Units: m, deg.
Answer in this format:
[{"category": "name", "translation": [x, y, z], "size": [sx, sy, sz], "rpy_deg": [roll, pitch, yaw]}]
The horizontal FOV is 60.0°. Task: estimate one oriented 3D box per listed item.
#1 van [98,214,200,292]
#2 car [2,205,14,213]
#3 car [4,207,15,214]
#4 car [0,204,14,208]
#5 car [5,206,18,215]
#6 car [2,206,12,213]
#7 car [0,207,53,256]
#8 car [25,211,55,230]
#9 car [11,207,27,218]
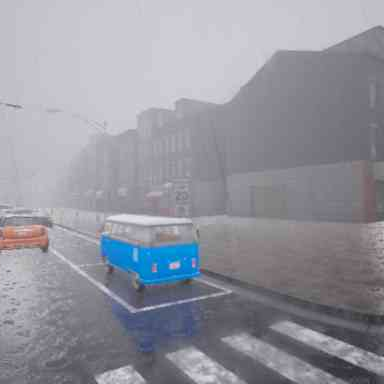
[{"category": "van", "translation": [-1.386, 1.570, 9.502], "size": [1.690, 1.788, 3.998], "rpy_deg": [0, -1, -32]}, {"category": "car", "translation": [-38.722, 3.613, 69.942], "size": [1.967, 1.590, 4.097], "rpy_deg": [0, -2, -32]}, {"category": "car", "translation": [-35.848, 3.592, 65.291], "size": [1.802, 1.307, 4.206], "rpy_deg": [0, -2, -32]}, {"category": "car", "translation": [-21.111, 2.316, 36.531], "size": [2.150, 2.045, 5.566], "rpy_deg": [0, -1, -31]}, {"category": "car", "translation": [-33.066, 3.379, 60.787], "size": [1.752, 1.417, 4.829], "rpy_deg": [0, -2, -32]}, {"category": "car", "translation": [-41.591, 3.921, 74.588], "size": [1.802, 1.307, 4.206], "rpy_deg": [0, -2, -32]}, {"category": "car", "translation": [-8.122, 1.798, 15.582], "size": [2.097, 1.767, 4.553], "rpy_deg": [0, -1, -32]}, {"category": "car", "translation": [-12.873, 2.365, 28.096], "size": [1.802, 1.307, 4.206], "rpy_deg": [0, -1, -32]}, {"category": "car", "translation": [-26.151, 3.017, 50.332], "size": [1.812, 1.442, 4.674], "rpy_deg": [0, -2, -32]}]
